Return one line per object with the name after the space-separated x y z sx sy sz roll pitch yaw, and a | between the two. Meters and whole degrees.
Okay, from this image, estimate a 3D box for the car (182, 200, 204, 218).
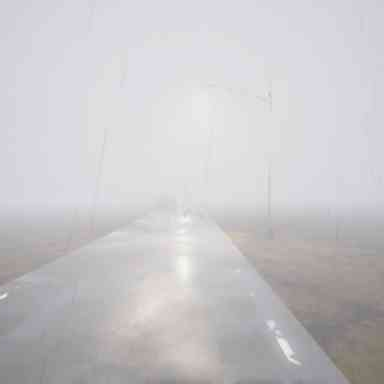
0.087 1.718 32.851 1.812 1.442 4.674 0 0 0 | car

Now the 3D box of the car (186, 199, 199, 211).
0.082 1.800 47.178 1.812 1.442 4.674 0 0 0 | car

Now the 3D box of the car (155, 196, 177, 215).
-2.841 1.439 37.276 2.150 2.045 5.566 0 0 0 | car
